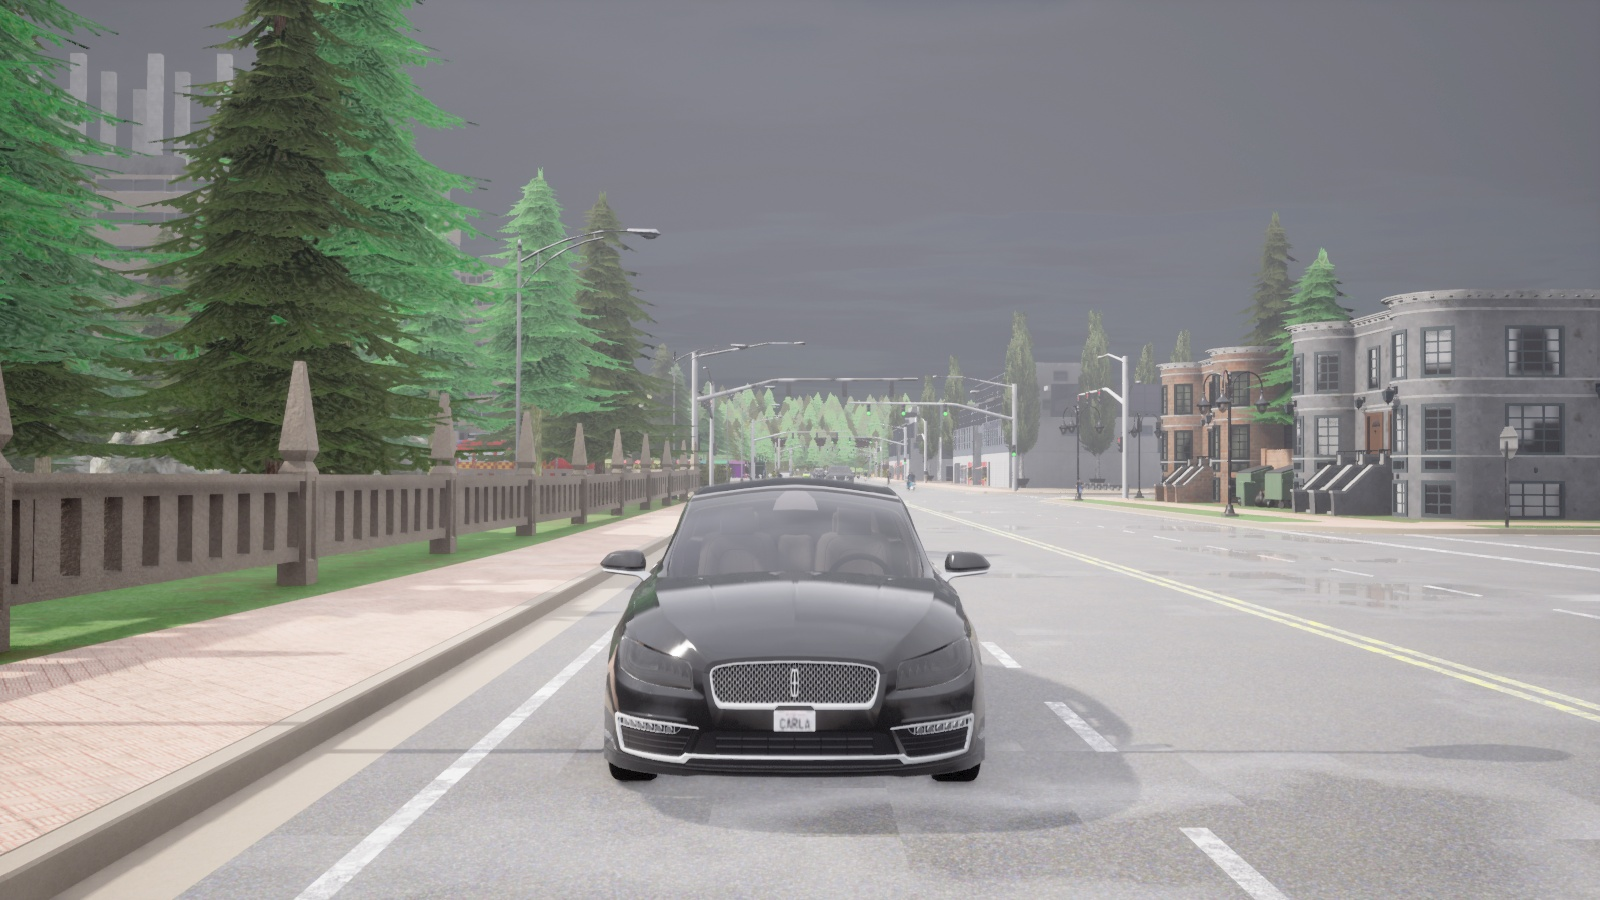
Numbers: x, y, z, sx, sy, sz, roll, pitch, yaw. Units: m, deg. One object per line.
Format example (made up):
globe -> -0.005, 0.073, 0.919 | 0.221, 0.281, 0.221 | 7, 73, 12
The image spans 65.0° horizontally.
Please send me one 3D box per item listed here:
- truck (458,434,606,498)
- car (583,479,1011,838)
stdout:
truck -> -16.340, 1.006, 77.079 | 8.468, 3.827, 2.891 | 0, -1, 0
car -> -0.021, 0.950, 7.849 | 1.837, 1.490, 4.892 | 0, -1, 0
